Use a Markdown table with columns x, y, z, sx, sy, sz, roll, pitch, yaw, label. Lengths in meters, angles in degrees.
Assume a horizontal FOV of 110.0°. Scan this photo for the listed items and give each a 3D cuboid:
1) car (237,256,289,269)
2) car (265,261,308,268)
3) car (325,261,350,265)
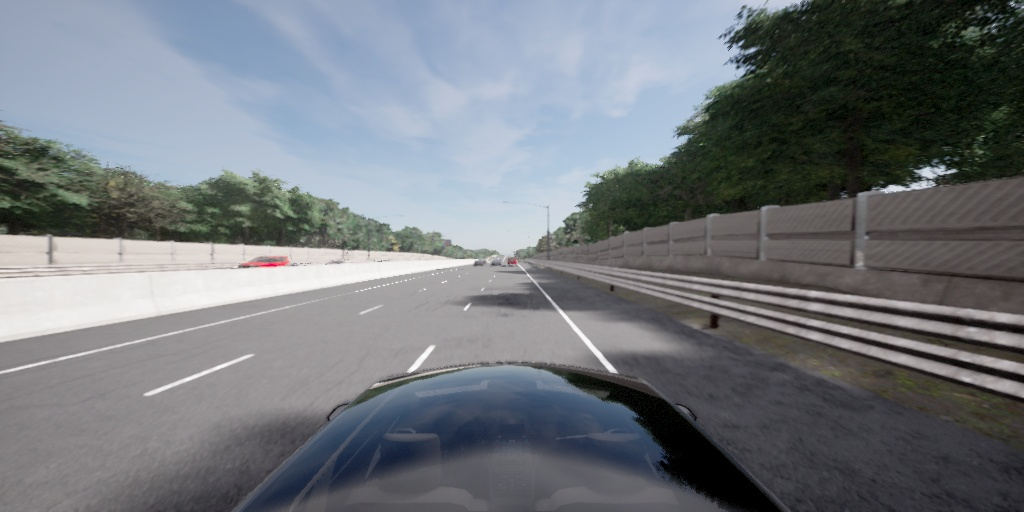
| x | y | z | sx | sy | sz | roll | pitch | yaw | label |
| --- | --- | --- | --- | --- | --- | --- | --- | --- | --- |
| -24.564 | 0.995 | 35.850 | 2.150 | 2.045 | 5.566 | 0 | 0 | 1 | car |
| -21.075 | 1.372 | 34.635 | 1.895 | 1.301 | 4.718 | 0 | 0 | 0 | car |
| -17.569 | 1.267 | 35.888 | 2.128 | 1.511 | 4.902 | 0 | 0 | 0 | car |
